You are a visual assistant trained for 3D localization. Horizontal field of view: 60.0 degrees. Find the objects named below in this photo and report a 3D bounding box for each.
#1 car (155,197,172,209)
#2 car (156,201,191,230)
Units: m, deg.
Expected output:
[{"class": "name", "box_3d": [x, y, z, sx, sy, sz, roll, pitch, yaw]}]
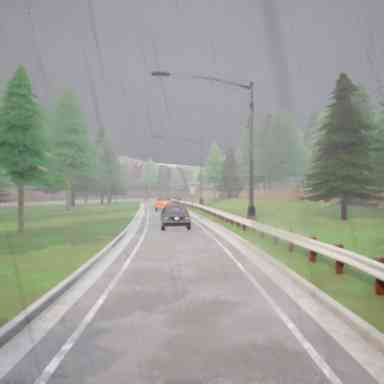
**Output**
[{"class": "car", "box_3d": [-3.564, 1.376, 41.654, 2.097, 1.767, 4.553, 0, 0, -8]}, {"class": "car", "box_3d": [-1.117, 1.559, 21.451, 2.033, 1.411, 5.357, 0, 0, -6]}]
